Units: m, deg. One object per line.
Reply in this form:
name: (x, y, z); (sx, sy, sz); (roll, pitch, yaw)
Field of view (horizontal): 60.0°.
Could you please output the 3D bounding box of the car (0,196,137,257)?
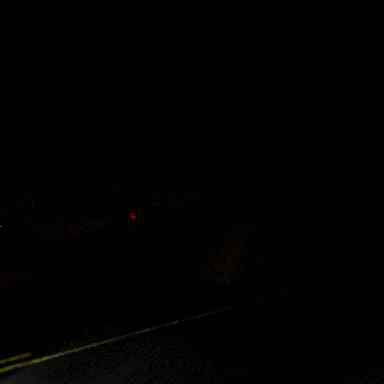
car: (-4.958, 1.201, 13.355); (5.566, 2.045, 2.150); (0, 0, -36)
